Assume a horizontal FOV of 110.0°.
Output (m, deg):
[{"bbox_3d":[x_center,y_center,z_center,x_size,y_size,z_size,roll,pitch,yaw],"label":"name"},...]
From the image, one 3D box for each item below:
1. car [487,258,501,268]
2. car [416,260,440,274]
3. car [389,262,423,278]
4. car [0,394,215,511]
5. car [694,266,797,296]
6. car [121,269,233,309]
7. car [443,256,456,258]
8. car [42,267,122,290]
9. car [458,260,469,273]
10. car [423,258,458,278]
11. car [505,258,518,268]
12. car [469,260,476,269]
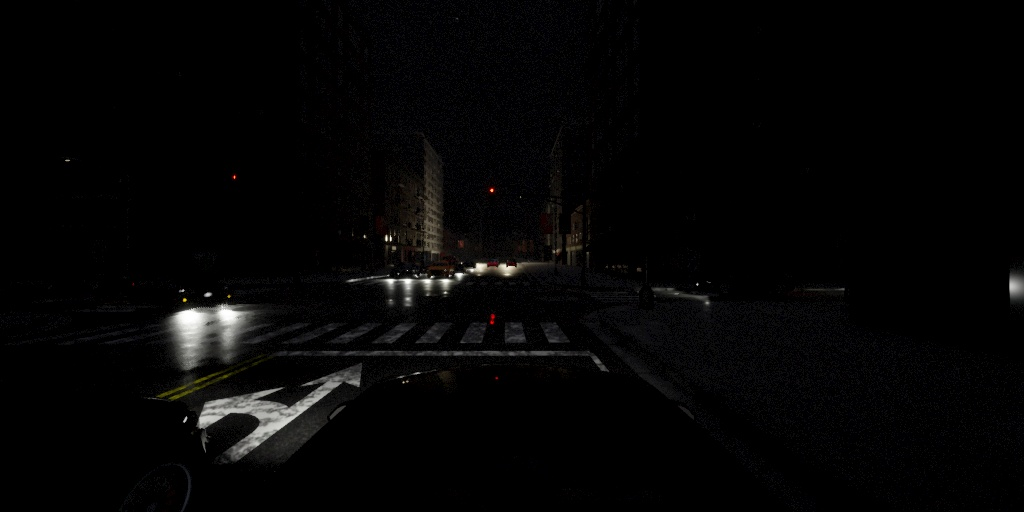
[{"bbox_3d":[-3.344,1.341,62.677,1.895,1.301,4.718,0,0,0],"label":"car"},{"bbox_3d":[-9.908,1.272,42.561,1.812,1.442,4.674,0,0,0],"label":"car"},{"bbox_3d":[-9.897,1.274,33.546,1.812,1.442,4.674,0,0,0],"label":"car"},{"bbox_3d":[-3.243,1.276,0.818,1.812,1.442,4.674,0,0,0],"label":"car"},{"bbox_3d":[12.430,1.294,19.298,4.892,1.490,1.837,0,0,1],"label":"car"},{"bbox_3d":[-13.450,1.305,14.585,4.181,1.385,1.994,0,-1,25],"label":"car"},{"bbox_3d":[-9.921,0.964,56.710,2.150,2.045,5.566,0,0,0],"label":"car"},{"bbox_3d":[-25.404,1.330,21.630,4.313,1.339,1.948,0,0,0],"label":"car"},{"bbox_3d":[-6.663,1.310,42.910,1.994,1.385,4.181,0,0,0],"label":"car"},{"bbox_3d":[-6.647,1.226,33.921,1.882,1.535,5.008,0,0,0],"label":"car"},{"bbox_3d":[-0.093,1.245,62.235,1.837,1.490,4.892,0,0,0],"label":"car"},{"bbox_3d":[-6.669,1.306,55.678,1.994,1.385,4.181,0,0,0],"label":"car"}]
